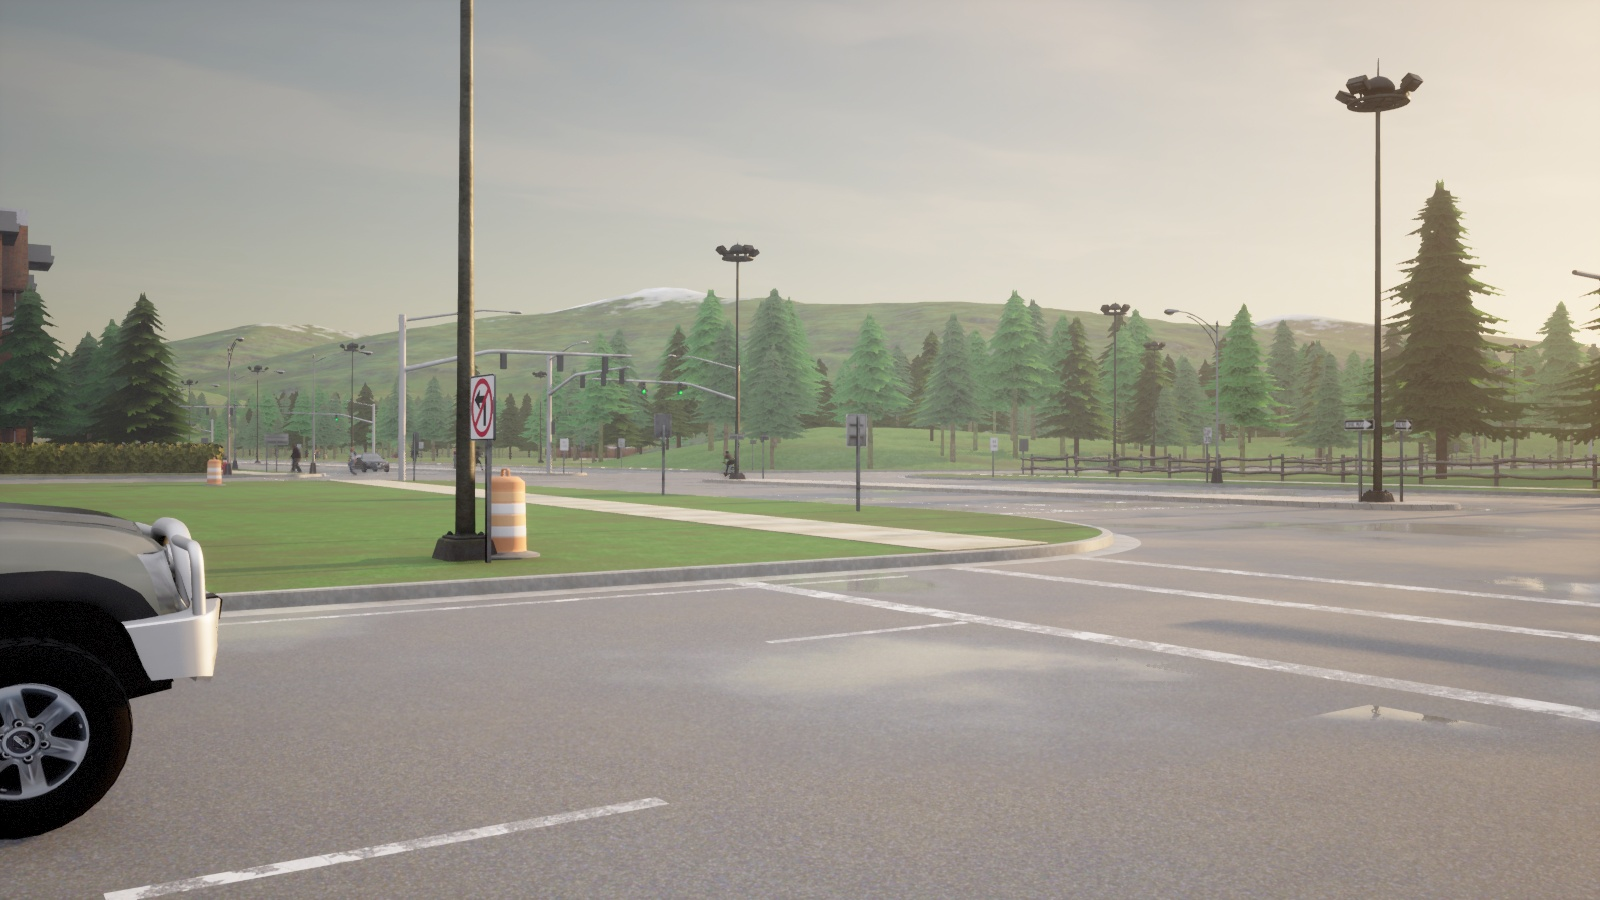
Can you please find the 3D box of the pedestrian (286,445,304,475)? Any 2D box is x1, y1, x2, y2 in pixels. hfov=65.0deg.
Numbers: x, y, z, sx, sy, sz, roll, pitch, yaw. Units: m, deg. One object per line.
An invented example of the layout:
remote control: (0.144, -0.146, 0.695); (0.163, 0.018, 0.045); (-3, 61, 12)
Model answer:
pedestrian: (-31.339, 0.641, 77.931); (0.899, 1.844, 0.634); (0, 0, -41)

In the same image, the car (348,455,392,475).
car: (-31.644, 1.063, 92.293); (1.812, 1.442, 4.674); (0, 0, -35)

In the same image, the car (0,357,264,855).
car: (-4.662, 0.583, 4.678); (4.605, 1.855, 1.932); (0, 0, -35)
